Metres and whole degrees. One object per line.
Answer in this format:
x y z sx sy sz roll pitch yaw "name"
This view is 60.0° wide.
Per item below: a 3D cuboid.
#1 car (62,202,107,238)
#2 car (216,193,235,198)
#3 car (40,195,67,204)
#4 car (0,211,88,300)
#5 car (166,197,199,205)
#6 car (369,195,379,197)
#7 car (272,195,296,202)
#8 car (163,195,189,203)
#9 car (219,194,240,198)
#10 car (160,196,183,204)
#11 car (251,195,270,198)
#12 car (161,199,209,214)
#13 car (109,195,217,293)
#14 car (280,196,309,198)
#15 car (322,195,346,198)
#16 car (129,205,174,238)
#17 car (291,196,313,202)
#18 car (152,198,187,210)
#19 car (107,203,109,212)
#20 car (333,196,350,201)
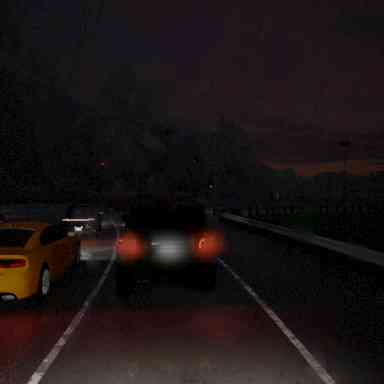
-5.773 1.492 17.586 2.128 1.511 4.902 0 0 -14 "car"
5.875 1.547 68.725 5.357 1.411 2.033 0 0 -20 "car"
-25.358 1.353 61.102 4.553 1.767 2.097 0 0 -20 "car"
-4.167 1.478 8.343 1.882 1.535 5.008 0 0 -6 "car"
-1.684 1.547 58.593 5.357 1.411 2.033 0 0 -20 "car"
43.376 1.534 79.536 5.357 1.411 2.033 0 0 -38 "car"
21.639 1.540 78.306 5.357 1.411 2.033 0 0 -23 "car"
-3.305 1.478 69.081 5.008 1.535 1.882 0 0 -20 "car"
7.771 1.564 62.047 4.181 1.385 1.994 0 0 -20 "car"
-4.005 1.564 65.181 4.181 1.385 1.994 0 0 -20 "car"
14.635 1.355 71.923 4.553 1.767 2.097 0 0 -20 "car"
-0.788 1.508 36.345 4.892 1.490 1.837 0 0 -20 "car"
-0.759 1.221 9.071 2.150 2.045 5.566 0 0 -7 "car"
20.354 1.478 66.567 5.008 1.535 1.882 0 0 -20 "car"
30.603 1.553 70.952 4.181 1.385 1.994 0 0 -27 "car"
-2.512 1.547 19.111 2.033 1.411 5.357 0 0 -13 "car"
25.172 1.595 76.071 4.718 1.301 1.895 0 0 -23 "car"
-2.899 1.565 43.027 4.181 1.385 1.994 0 0 -20 "car"
-7.728 1.567 37.530 4.181 1.385 1.994 0 0 -20 "car"
37.705 1.594 83.915 4.718 1.301 1.895 0 0 -38 "car"
